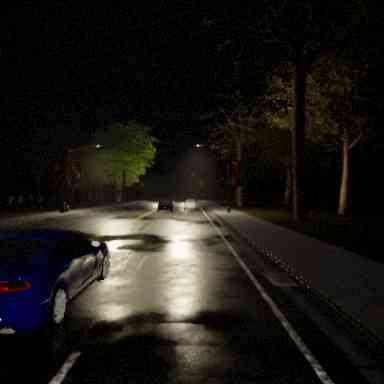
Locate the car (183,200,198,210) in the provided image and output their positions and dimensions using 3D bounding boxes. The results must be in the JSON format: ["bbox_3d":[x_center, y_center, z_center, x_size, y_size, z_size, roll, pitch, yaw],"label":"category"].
[{"bbox_3d":[-0.190,1.791,46.634,1.812,1.442,4.674,0,0,0],"label":"car"}]

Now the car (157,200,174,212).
[{"bbox_3d":[-3.319,1.719,42.602,1.882,1.535,5.008,0,0,0],"label":"car"}]

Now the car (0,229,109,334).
[{"bbox_3d":[-3.157,1.515,7.016,1.882,1.535,5.008,0,0,0],"label":"car"}]
